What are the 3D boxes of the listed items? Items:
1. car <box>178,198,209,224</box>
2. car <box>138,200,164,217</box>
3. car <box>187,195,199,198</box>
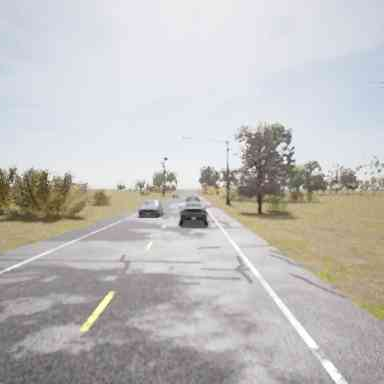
[{"bbox_3d":[0.105,1.407,23.500,1.837,1.490,4.892,0,0,0],"label":"car"},{"bbox_3d":[-3.591,1.421,29.871,2.033,1.411,5.357,0,0,0],"label":"car"},{"bbox_3d":[0.110,1.174,41.772,2.097,1.767,4.553,0,0,0],"label":"car"}]
